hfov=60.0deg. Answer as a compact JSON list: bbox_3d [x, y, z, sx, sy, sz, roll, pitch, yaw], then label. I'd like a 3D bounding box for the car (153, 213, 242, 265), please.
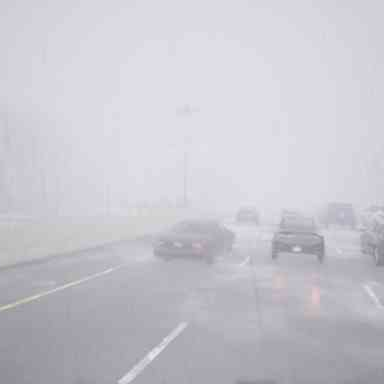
[{"bbox_3d":[0.330,1.728,12.651,2.033,1.411,5.357,1,-1,18],"label":"car"}]

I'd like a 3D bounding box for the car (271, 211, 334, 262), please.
[{"bbox_3d":[4.301,1.779,13.583,2.128,1.511,4.902,1,-1,18],"label":"car"}]

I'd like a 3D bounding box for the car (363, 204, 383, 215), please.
[{"bbox_3d":[14.927,1.926,25.845,2.150,2.045,5.566,1,-1,14],"label":"car"}]

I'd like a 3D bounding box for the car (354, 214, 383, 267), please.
[{"bbox_3d":[7.624,1.857,12.492,1.837,1.490,4.892,1,0,18],"label":"car"}]

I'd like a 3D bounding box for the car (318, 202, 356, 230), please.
[{"bbox_3d":[11.542,1.858,26.736,2.150,2.045,5.566,1,-1,14],"label":"car"}]

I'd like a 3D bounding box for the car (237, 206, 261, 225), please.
[{"bbox_3d":[5.013,2.011,29.554,2.128,1.511,4.902,1,-1,13],"label":"car"}]

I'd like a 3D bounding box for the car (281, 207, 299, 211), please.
[{"bbox_3d":[8.405,2.079,28.694,2.128,1.511,4.902,1,-1,13],"label":"car"}]
